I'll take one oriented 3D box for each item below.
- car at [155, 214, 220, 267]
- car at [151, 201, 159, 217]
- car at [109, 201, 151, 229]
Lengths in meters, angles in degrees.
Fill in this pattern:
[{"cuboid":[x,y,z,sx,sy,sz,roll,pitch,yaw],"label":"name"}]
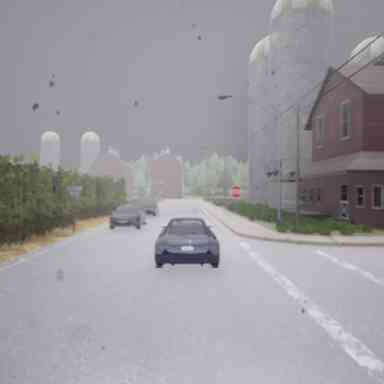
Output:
[{"cuboid":[-0.168,1.571,11.426,1.994,1.385,4.181,0,0,-1],"label":"car"},{"cuboid":[-4.191,1.580,31.989,2.033,1.411,5.357,0,0,0],"label":"car"},{"cuboid":[-4.055,1.521,21.672,1.837,1.490,4.892,0,0,-1],"label":"car"}]
